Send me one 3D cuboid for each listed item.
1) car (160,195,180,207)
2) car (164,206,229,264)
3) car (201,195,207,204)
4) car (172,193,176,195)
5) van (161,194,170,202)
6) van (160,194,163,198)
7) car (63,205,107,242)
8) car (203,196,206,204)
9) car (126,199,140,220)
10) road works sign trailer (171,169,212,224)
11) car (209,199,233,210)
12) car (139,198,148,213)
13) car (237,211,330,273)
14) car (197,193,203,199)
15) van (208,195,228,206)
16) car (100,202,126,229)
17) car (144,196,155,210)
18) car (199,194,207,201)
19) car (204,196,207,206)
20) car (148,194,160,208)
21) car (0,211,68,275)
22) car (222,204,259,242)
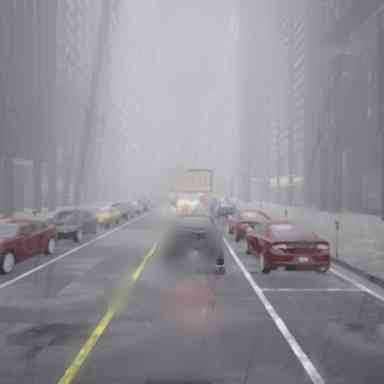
[{"bbox_3d":[-3.106,1.539,48.351,1.895,1.301,4.718,0,0,0],"label":"car"},{"bbox_3d":[0.065,1.487,11.749,1.837,1.490,4.892,0,1,0],"label":"car"},{"bbox_3d":[2.735,1.488,49.910,2.008,1.369,4.403,0,0,0],"label":"car"},{"bbox_3d":[-5.810,1.471,89.346,1.887,1.381,4.507,0,0,0],"label":"car"},{"bbox_3d":[-5.802,1.268,72.435,1.690,1.788,3.998,0,0,0],"label":"van"},{"bbox_3d":[-5.790,1.278,49.890,1.690,1.788,3.998,0,0,0],"label":"van"},{"bbox_3d":[-5.772,1.539,16.071,1.947,1.339,4.313,0,0,0],"label":"car"},{"bbox_3d":[2.738,1.523,44.274,1.802,1.307,4.206,0,0,0],"label":"car"},{"bbox_3d":[-5.778,1.524,27.343,1.947,1.339,4.313,0,0,0],"label":"car"},{"bbox_3d":[-0.010,0.433,19.548,2.380,3.560,2.880,0,0,0],"label":"road works sign trailer"},{"bbox_3d":[2.747,1.509,27.365,2.008,1.369,4.403,0,0,0],"label":"car"},{"bbox_3d":[-5.781,1.533,32.981,1.802,1.307,4.206,0,0,0],"label":"car"},{"bbox_3d":[2.756,1.527,10.456,1.887,1.381,4.507,0,0,0],"label":"car"},{"bbox_3d":[2.723,1.242,72.455,2.192,1.841,5.009,0,0,0],"label":"car"},{"bbox_3d":[2.744,1.293,33.001,1.690,1.788,3.998,0,0,0],"label":"van"},{"bbox_3d":[-5.775,1.491,21.537,1.752,1.417,4.829,0,0,0],"label":"car"},{"bbox_3d":[-5.784,1.512,38.617,1.947,1.339,4.313,0,0,0],"label":"car"},{"bbox_3d":[2.729,1.476,61.182,1.887,1.381,4.507,0,0,0],"label":"car"},{"bbox_3d":[2.741,1.497,38.638,2.008,1.369,4.403,0,0,0],"label":"car"},{"bbox_3d":[-5.787,1.381,44.254,1.967,1.590,4.097,0,0,0],"label":"car"},{"bbox_3d":[-5.769,1.527,10.434,1.887,1.381,4.507,0,0,0],"label":"car"},{"bbox_3d":[2.753,1.518,16.093,1.887,1.381,4.507,0,0,0],"label":"car"}]
